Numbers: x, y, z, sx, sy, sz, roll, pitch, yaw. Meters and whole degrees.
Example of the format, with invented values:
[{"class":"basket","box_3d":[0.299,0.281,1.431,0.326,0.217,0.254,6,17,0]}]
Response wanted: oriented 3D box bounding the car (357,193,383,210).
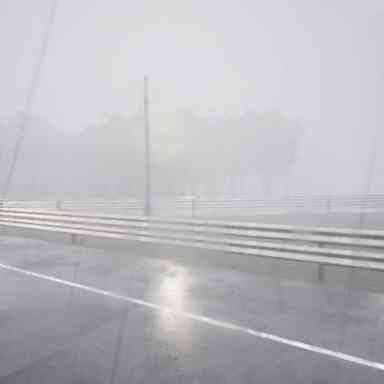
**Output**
[{"class":"car","box_3d":[17.956,0.807,30.935,5.008,1.535,1.882,-1,0,-6]}]
